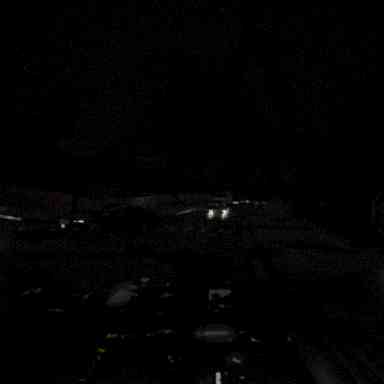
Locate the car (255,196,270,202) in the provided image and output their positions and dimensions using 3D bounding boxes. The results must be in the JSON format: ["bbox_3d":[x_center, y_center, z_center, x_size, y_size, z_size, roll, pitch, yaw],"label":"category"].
[{"bbox_3d":[13.994,1.129,65.736,1.837,1.490,4.892,0,1,28],"label":"car"}]

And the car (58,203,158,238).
[{"bbox_3d":[-3.729,1.279,15.645,2.128,1.511,4.902,4,-1,41],"label":"car"}]

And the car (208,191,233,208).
[{"bbox_3d":[3.587,0.970,40.770,2.150,2.045,5.566,0,2,17],"label":"car"}]
